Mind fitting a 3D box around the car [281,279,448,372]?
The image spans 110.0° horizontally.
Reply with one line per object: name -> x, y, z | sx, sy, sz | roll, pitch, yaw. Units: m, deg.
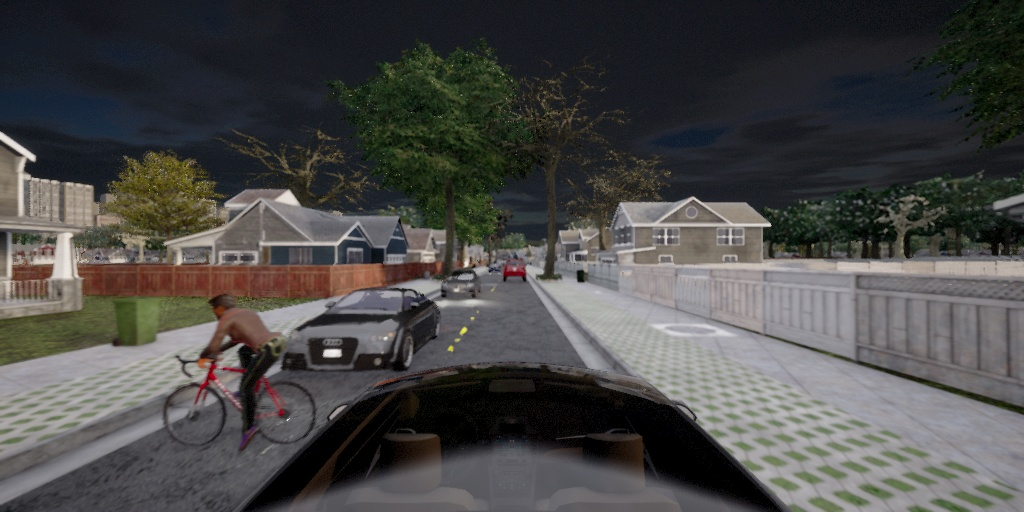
car -> -2.824, 1.378, 7.672 | 1.994, 1.385, 4.181 | 0, -1, 1

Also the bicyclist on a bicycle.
bicyclist on a bicycle -> -2.915, 1.225, 3.827 | 1.656, 1.620, 0.582 | -2, -1, 0

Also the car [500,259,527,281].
car -> 0.242, 1.327, 34.764 | 2.150, 2.045, 5.566 | 0, -1, 0

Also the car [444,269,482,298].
car -> -2.753, 1.477, 20.282 | 1.812, 1.442, 4.674 | 0, -1, 1

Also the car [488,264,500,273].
car -> -2.588, 1.860, 54.476 | 2.033, 1.411, 5.357 | 0, -1, 0
